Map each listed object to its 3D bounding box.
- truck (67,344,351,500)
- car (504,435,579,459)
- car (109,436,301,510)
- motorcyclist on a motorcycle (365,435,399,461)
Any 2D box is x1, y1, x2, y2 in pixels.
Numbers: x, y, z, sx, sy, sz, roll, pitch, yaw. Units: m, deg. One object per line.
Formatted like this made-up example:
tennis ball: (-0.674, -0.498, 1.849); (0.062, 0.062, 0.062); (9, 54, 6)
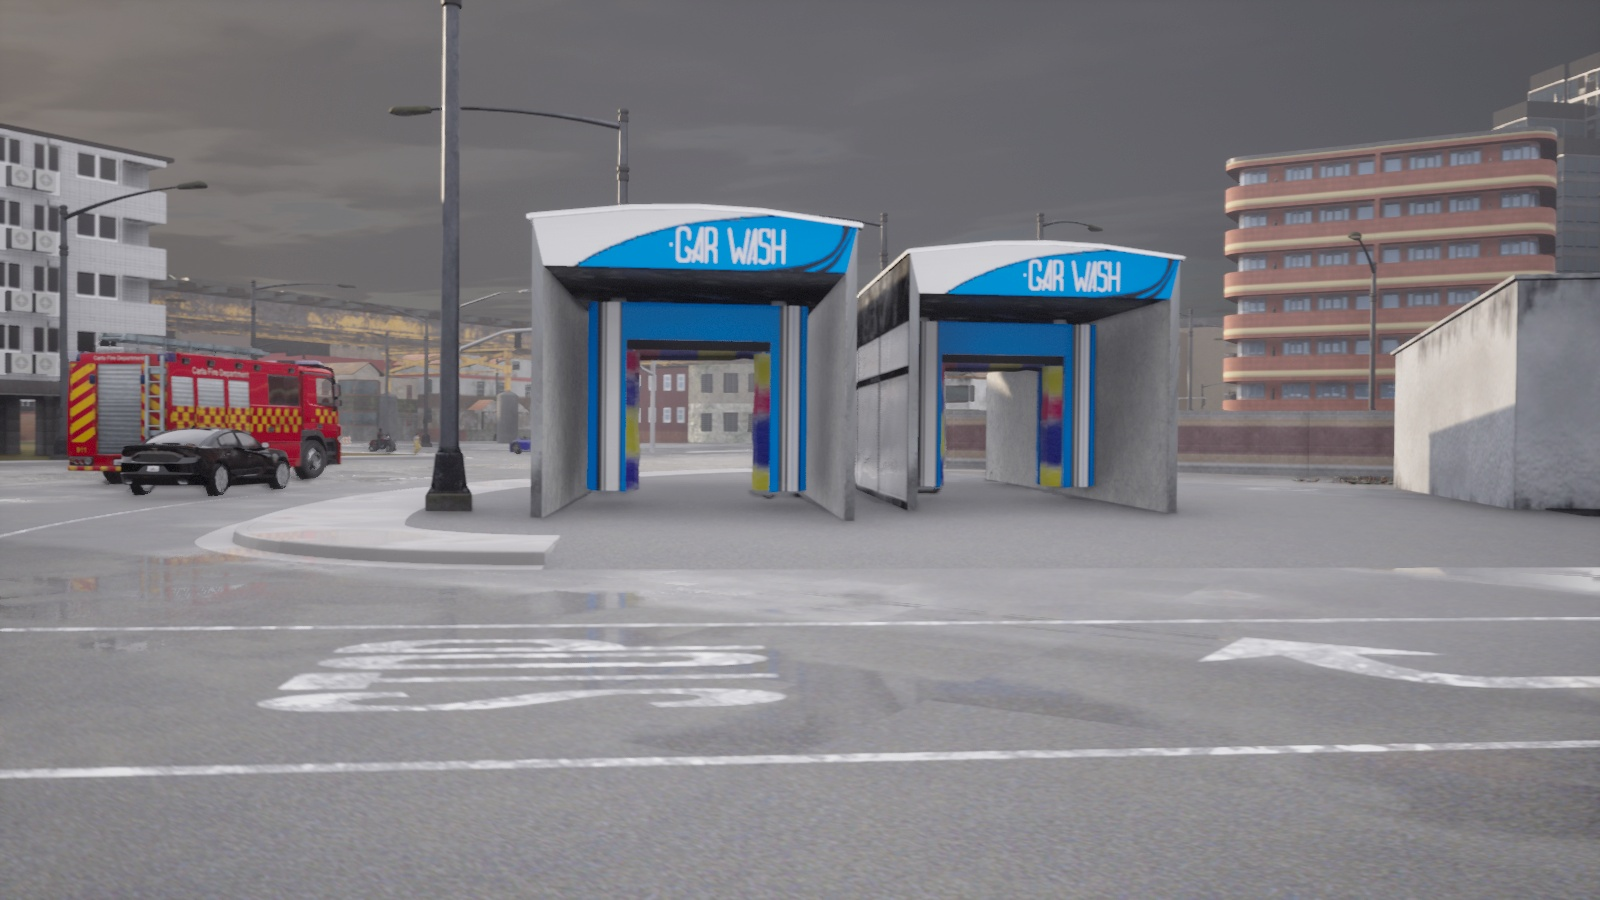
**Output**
truck: (-16.153, -0.746, 35.277); (2.891, 3.827, 8.468); (0, 1, 9)
car: (-16.540, -0.206, 80.321); (4.514, 1.525, 2.007); (0, 1, 30)
car: (-13.496, 0.456, 28.869); (1.882, 1.535, 5.008); (-1, 1, 2)
motorcyclist on a motorcycle: (-27.479, -0.138, 82.539); (2.350, 1.649, 0.766); (0, 1, 30)
